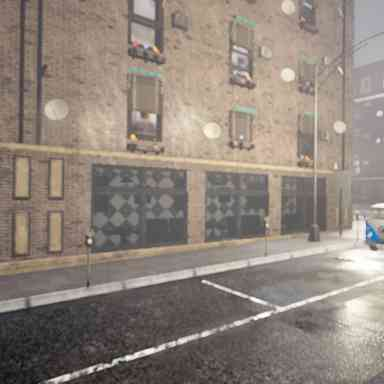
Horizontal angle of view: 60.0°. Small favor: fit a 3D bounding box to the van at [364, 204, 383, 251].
[{"bbox_3d":[8.034,1.292,12.373,3.998,1.788,1.690,0,1,-35],"label":"van"}]
